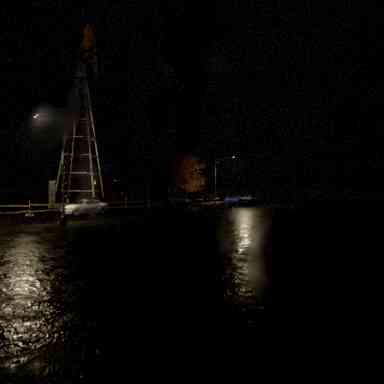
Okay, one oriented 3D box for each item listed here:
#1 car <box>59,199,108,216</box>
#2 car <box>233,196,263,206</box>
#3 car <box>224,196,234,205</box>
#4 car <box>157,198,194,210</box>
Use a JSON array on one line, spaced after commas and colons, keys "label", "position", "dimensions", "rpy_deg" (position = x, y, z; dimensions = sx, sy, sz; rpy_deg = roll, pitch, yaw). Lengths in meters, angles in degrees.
[{"label": "car", "position": [-9.987, 1.421, 31.007], "dimensions": [1.812, 1.442, 4.674], "rpy_deg": [1, 1, 37]}, {"label": "car", "position": [8.929, 1.393, 50.616], "dimensions": [2.033, 1.411, 5.357], "rpy_deg": [1, 1, 38]}, {"label": "car", "position": [6.894, 1.331, 52.671], "dimensions": [1.812, 1.442, 4.674], "rpy_deg": [1, 1, 39]}, {"label": "car", "position": [-1.946, 1.398, 41.484], "dimensions": [2.033, 1.411, 5.357], "rpy_deg": [1, 1, 38]}]
